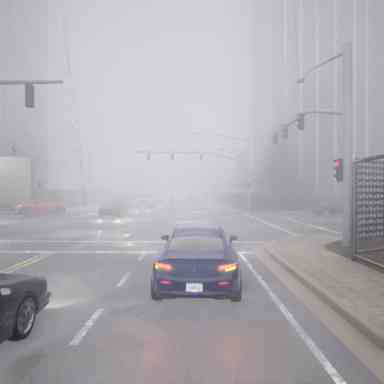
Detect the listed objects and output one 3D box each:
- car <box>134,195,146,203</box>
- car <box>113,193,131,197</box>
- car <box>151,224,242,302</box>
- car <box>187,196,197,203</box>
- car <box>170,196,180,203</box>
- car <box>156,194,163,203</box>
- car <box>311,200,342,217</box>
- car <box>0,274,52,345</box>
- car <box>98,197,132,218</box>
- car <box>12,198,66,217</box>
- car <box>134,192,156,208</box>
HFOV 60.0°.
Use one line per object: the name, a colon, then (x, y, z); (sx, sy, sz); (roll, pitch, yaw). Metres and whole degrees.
car: (-10.480, 1.442, 67.170); (1.812, 1.442, 4.674); (0, 0, 0)
car: (-10.573, 1.222, 50.556); (2.150, 2.045, 5.566); (0, 0, 0)
car: (0.160, 1.526, 8.182); (1.812, 1.442, 4.674); (0, 0, 3)
car: (0.020, 1.547, 66.914); (2.033, 1.411, 5.357); (0, 0, 0)
car: (-3.480, 1.547, 66.915); (2.033, 1.411, 5.357); (0, 0, 0)
car: (-6.980, 1.665, 67.139); (1.895, 1.301, 4.718); (0, 0, 0)
car: (13.275, 1.422, 29.741); (5.008, 1.535, 1.882); (-1, 0, 0)
car: (-3.443, 1.547, 3.464); (2.033, 1.411, 5.357); (0, 0, 1)
car: (-7.089, 1.450, 30.258); (1.882, 1.535, 5.008); (0, 0, 0)
car: (-14.326, 1.313, 31.228); (4.553, 1.767, 2.097); (0, 0, -38)
car: (-7.077, 1.217, 49.454); (2.150, 2.045, 5.566); (0, 1, 0)
